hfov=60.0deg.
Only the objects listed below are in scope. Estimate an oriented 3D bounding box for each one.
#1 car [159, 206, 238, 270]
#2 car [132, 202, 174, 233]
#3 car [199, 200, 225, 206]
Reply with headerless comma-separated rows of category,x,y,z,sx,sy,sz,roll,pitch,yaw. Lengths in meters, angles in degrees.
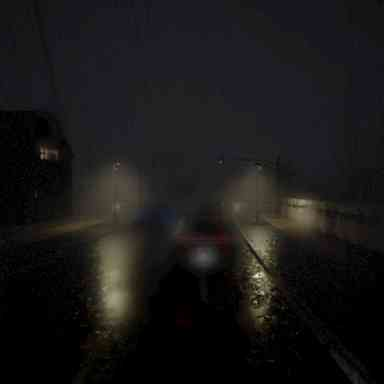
car,0.410,1.437,10.820,2.128,1.511,4.902,0,0,3
car,-2.015,1.378,18.965,1.882,1.535,5.008,0,0,5
car,1.514,1.369,25.547,1.882,1.535,5.008,0,0,6
